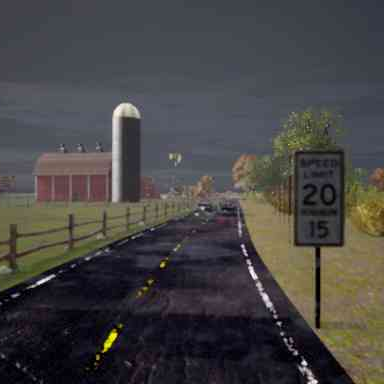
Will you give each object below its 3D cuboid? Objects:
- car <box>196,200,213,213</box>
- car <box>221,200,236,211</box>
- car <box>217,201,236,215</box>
[{"bbox_3d":[1.617,1.778,41.404,2.128,1.511,4.902,0,0,8],"label":"car"},{"bbox_3d":[5.345,1.923,48.378,1.994,1.385,4.181,0,0,8],"label":"car"},{"bbox_3d":[3.799,1.754,37.004,2.128,1.511,4.902,0,0,8],"label":"car"}]
